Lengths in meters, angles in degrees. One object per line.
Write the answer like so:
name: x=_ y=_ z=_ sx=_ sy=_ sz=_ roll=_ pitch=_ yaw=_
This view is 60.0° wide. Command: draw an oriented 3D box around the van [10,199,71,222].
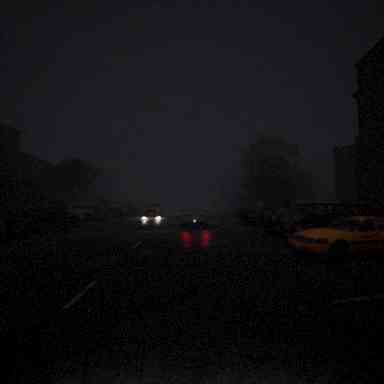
van: x=-11.432 y=1.509 z=24.324 sx=4.442 sy=1.987 sz=1.878 roll=0 pitch=-1 yaw=-20

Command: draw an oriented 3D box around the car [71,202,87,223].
car: x=-11.301 y=1.833 z=27.294 sx=4.674 sy=1.452 sz=2.002 roll=0 pitch=-1 yaw=-20

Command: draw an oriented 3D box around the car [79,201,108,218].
car: x=-11.219 y=1.960 z=33.165 sx=4.792 sy=1.488 sz=2.163 roll=0 pitch=-2 yaw=-19

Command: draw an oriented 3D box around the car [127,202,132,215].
car: x=-11.286 y=2.406 z=44.790 sx=5.366 sy=1.575 sz=1.946 roll=0 pitch=-3 yaw=-19

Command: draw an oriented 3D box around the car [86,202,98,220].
car: x=-11.277 y=1.898 z=30.232 sx=4.674 sy=1.452 sz=2.002 roll=0 pitch=-2 yaw=-20

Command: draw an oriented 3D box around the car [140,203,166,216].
car: x=-4.742 y=2.093 z=41.039 sx=2.097 sy=1.767 sz=4.553 roll=0 pitch=-3 yaw=1

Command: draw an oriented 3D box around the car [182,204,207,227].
car: x=0.189 y=1.794 z=25.062 sx=1.812 sy=1.442 sz=4.674 roll=0 pitch=-1 yaw=0

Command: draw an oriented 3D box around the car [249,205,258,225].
car: x=6.470 y=1.741 z=21.707 sx=4.674 sy=1.452 sz=2.002 roll=1 pitch=-1 yaw=-19

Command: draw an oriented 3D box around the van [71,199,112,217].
van: x=-11.330 y=1.795 z=36.052 sx=4.442 sy=1.987 sz=1.878 roll=0 pitch=-2 yaw=-19

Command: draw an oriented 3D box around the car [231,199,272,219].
car: x=6.501 y=1.564 z=27.680 sx=5.566 sy=2.045 sz=2.435 roll=1 pitch=-1 yaw=-19

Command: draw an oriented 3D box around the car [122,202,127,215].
car: x=-11.156 y=2.261 z=41.936 sx=4.892 sy=1.521 sz=2.231 roll=0 pitch=-3 yaw=-19

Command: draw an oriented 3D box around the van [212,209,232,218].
van: x=7.495 y=5.337 z=82.405 sx=4.442 sy=1.987 sz=1.878 roll=3 pitch=-6 yaw=-19

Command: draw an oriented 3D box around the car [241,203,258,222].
car: x=6.524 y=1.786 z=24.711 sx=4.792 sy=1.488 sz=2.163 roll=1 pitch=-1 yaw=-19

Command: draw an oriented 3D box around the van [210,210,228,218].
van: x=7.463 y=6.140 z=91.114 sx=4.442 sy=1.987 sz=1.878 roll=3 pitch=-5 yaw=-19

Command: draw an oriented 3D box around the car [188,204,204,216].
car: x=0.596 y=2.286 z=42.540 sx=1.882 sy=1.535 sz=5.008 roll=0 pitch=-3 yaw=3

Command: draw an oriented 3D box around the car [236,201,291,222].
car: x=6.578 y=1.756 z=30.696 sx=4.553 sy=1.767 sz=2.185 roll=1 pitch=-1 yaw=-19

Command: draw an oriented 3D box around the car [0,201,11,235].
car: x=-11.345 y=1.465 z=15.567 sx=4.553 sy=1.767 sz=2.185 roll=-1 pitch=-1 yaw=-20

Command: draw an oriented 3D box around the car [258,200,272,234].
car: x=6.427 y=1.528 z=18.710 sx=4.553 sy=1.767 sz=2.185 roll=1 pitch=-1 yaw=-20

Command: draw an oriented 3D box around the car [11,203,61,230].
car: x=-11.347 y=1.680 z=21.426 sx=5.008 sy=1.535 sz=2.097 roll=0 pitch=-1 yaw=-20

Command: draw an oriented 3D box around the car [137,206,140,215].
car: x=-10.978 y=2.980 z=53.607 sx=4.892 sy=1.521 sz=2.231 roll=1 pitch=-4 yaw=-19

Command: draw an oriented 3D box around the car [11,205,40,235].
car: x=-11.331 y=1.663 z=18.508 sx=4.792 sy=1.488 sz=2.163 roll=0 pitch=-1 yaw=-20

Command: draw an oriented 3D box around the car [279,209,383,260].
car: x=6.254 y=1.573 z=12.662 sx=5.366 sy=1.575 sz=1.946 roll=1 pitch=0 yaw=-20

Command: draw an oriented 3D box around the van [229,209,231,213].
van: x=6.463 y=1.730 z=33.642 sx=4.442 sy=1.987 sz=1.878 roll=1 pitch=-2 yaw=-19

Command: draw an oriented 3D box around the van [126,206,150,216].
van: x=-10.678 y=3.770 z=65.365 sx=4.442 sy=1.987 sz=1.878 roll=1 pitch=-6 yaw=-19

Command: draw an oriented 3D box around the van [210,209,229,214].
van: x=7.215 y=5.057 z=79.390 sx=4.442 sy=1.987 sz=1.878 roll=3 pitch=-5 yaw=-19

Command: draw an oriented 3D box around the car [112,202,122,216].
car: x=-11.192 y=2.130 z=39.012 sx=5.008 sy=1.535 sz=2.097 roll=0 pitch=-2 yaw=-19

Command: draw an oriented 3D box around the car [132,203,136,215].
car: x=-11.080 y=2.582 z=47.776 sx=4.892 sy=1.521 sz=2.231 roll=0 pitch=-4 yaw=-19

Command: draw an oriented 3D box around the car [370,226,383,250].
car: x=6.380 y=1.557 z=6.730 sx=4.792 sy=1.488 sz=2.163 roll=1 pitch=0 yaw=-20

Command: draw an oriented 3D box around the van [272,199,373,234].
van: x=6.335 y=1.384 z=15.680 sx=4.442 sy=1.987 sz=1.878 roll=1 pitch=-1 yaw=-20

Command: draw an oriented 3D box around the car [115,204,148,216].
car: x=-10.869 y=3.212 z=59.487 sx=5.566 sy=2.045 sz=2.435 roll=1 pitch=-5 yaw=-19
